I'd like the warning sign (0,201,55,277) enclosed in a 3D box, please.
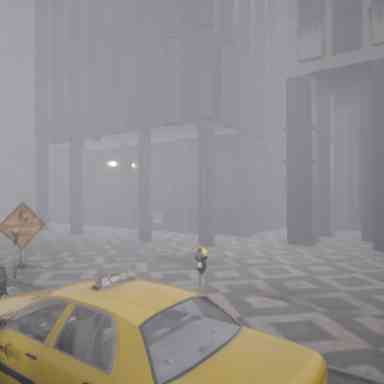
[{"bbox_3d":[-4.665,1.200,9.120,1.060,1.860,1.300,0,0,35],"label":"warning sign"}]

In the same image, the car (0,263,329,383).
[{"bbox_3d":[-1.049,1.553,3.707,4.829,1.417,1.752,-1,0,35],"label":"car"}]
